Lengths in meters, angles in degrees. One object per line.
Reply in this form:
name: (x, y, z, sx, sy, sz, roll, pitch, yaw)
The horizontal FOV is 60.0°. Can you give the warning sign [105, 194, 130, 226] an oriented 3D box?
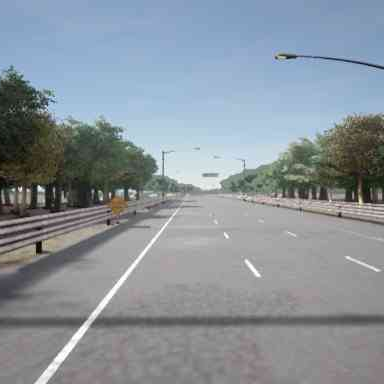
warning sign: (-4.548, 1.089, 20.435, 1.300, 1.860, 1.060, 0, 0, 0)
